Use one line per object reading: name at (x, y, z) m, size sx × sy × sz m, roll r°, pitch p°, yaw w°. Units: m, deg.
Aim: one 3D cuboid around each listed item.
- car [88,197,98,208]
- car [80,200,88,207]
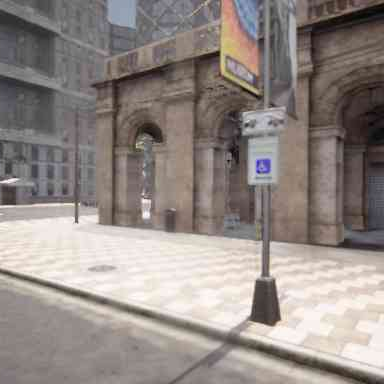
car at (-10.842, 1.412, 43.743) m, size 1.895 × 1.301 × 4.718 m, roll 0°, pitch 0°, yaw 36°
car at (-13.010, 1.340, 46.725) m, size 2.033 × 1.411 × 5.357 m, roll 0°, pitch 0°, yaw 36°
